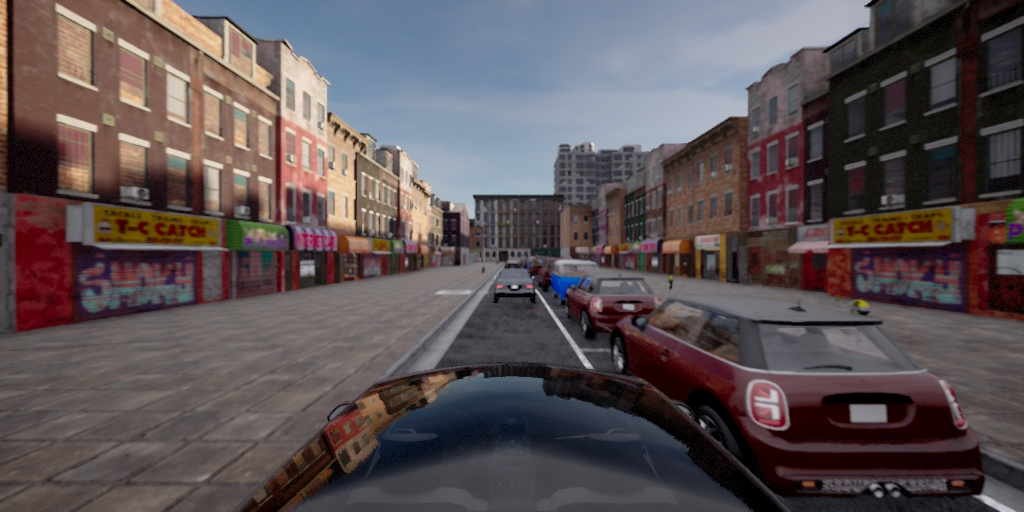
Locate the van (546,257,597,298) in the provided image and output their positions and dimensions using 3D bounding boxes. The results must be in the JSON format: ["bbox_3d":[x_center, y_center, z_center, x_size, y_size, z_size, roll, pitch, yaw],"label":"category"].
[{"bbox_3d":[2.641,1.061,15.544,1.690,1.789,3.998,0,0,0],"label":"van"}]

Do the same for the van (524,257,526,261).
[{"bbox_3d":[2.649,1.011,42.921,1.690,1.789,3.998,0,0,0],"label":"van"}]

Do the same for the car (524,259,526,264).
[{"bbox_3d":[2.647,1.230,37.446,2.007,1.370,4.403,0,0,0],"label":"car"}]

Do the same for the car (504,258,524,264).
[{"bbox_3d":[0.099,1.149,42.286,1.882,1.535,5.008,0,0,0],"label":"car"}]

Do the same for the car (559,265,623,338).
[{"bbox_3d":[2.639,1.171,10.069,1.967,1.591,4.097,0,0,0],"label":"car"}]

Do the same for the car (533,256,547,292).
[{"bbox_3d":[2.642,1.025,21.016,2.192,1.841,5.009,0,0,0],"label":"car"}]

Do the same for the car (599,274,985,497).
[{"bbox_3d":[2.638,1.183,4.594,1.967,1.591,4.097,0,0,0],"label":"car"}]

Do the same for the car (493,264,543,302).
[{"bbox_3d":[0.106,1.265,16.660,2.033,1.411,5.357,0,0,0],"label":"car"}]

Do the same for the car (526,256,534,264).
[{"bbox_3d":[2.646,1.005,31.970,2.192,1.841,5.009,0,0,0],"label":"car"}]
